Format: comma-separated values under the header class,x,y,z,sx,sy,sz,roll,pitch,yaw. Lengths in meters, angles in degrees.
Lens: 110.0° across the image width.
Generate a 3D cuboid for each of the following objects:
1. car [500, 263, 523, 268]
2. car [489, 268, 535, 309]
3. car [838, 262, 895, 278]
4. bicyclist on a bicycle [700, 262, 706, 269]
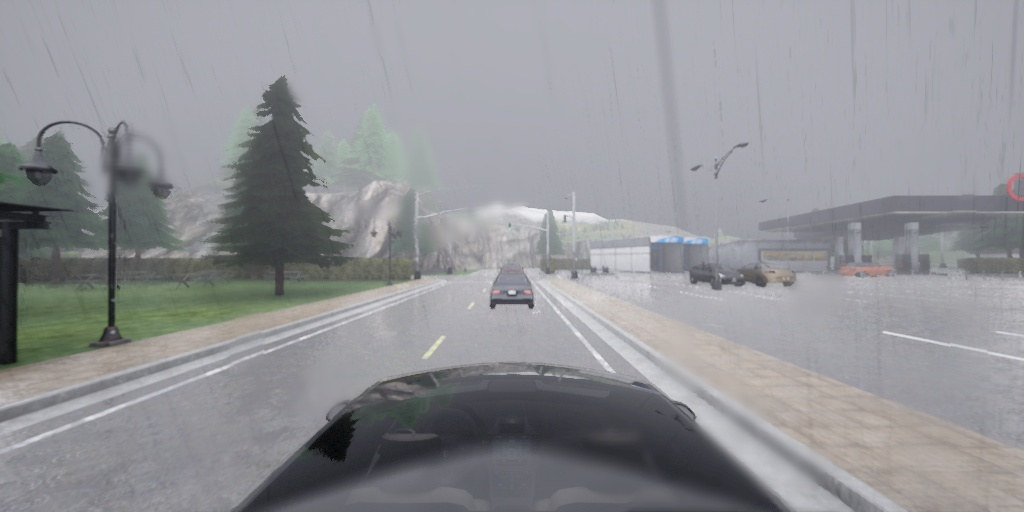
class,x,y,z,sx,sy,sz,roll,pitch,yaw
car,-0.040,1.373,30.911,2.097,1.767,4.553,0,-1,-1
car,-0.001,1.429,15.837,2.033,1.411,5.357,0,-1,0
car,37.520,1.440,37.791,4.553,1.767,2.097,0,-1,1
bicyclist on a bicycle,18.292,1.355,34.209,0.582,1.620,1.656,0,-1,1
